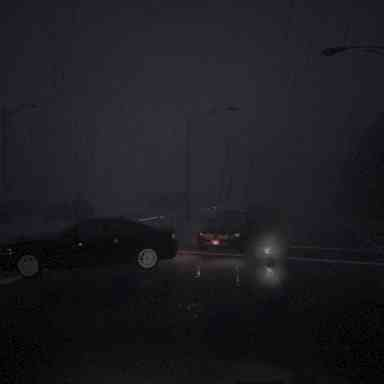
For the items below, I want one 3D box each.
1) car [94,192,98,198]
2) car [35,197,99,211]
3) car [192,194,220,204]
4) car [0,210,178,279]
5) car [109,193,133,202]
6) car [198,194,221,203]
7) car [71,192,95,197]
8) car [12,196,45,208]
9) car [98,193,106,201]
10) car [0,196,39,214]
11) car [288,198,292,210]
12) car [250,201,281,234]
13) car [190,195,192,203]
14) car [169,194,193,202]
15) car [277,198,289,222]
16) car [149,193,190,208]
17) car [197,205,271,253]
[{"bbox_3d":[-21.937,1.297,67.978,3.806,1.475,1.970,0,0,18],"label":"car"},{"bbox_3d":[-9.067,1.355,24.216,3.633,1.501,1.845,0,0,18],"label":"car"},{"bbox_3d":[1.591,1.124,56.802,5.027,1.636,2.152,0,0,18],"label":"car"},{"bbox_3d":[-2.920,1.475,9.917,5.008,1.535,1.882,0,0,-19],"label":"car"},{"bbox_3d":[-13.887,1.044,65.314,4.605,1.855,1.932,0,0,18],"label":"car"},{"bbox_3d":[3.328,1.200,62.988,3.806,1.475,1.970,0,0,18],"label":"car"},{"bbox_3d":[-18.529,1.248,53.732,4.514,1.523,2.007,0,0,18],"label":"car"},{"bbox_3d":[-21.752,1.272,44.273,3.633,1.501,1.845,0,0,18],"label":"car"},{"bbox_3d":[-20.299,1.012,70.935,3.866,1.878,1.905,0,0,18],"label":"car"},{"bbox_3d":[-15.152,1.355,29.404,3.806,1.475,1.970,0,0,18],"label":"car"},{"bbox_3d":[11.530,1.484,41.912,1.837,1.490,4.892,0,0,19],"label":"car"},{"bbox_3d":[3.934,1.489,19.327,1.837,1.490,4.892,0,0,19],"label":"car"},{"bbox_3d":[-2.484,1.051,44.674,3.866,1.878,1.905,0,0,18],"label":"car"},{"bbox_3d":[-2.187,1.256,68.705,4.514,1.523,2.007,0,0,18],"label":"car"},{"bbox_3d":[6.052,1.474,25.613,2.128,1.511,4.902,0,0,19],"label":"car"},{"bbox_3d":[-3.018,1.073,41.788,4.605,1.855,1.932,0,0,18],"label":"car"},{"bbox_3d":[1.794,1.514,13.916,1.812,1.442,4.674,0,0,24],"label":"car"}]
